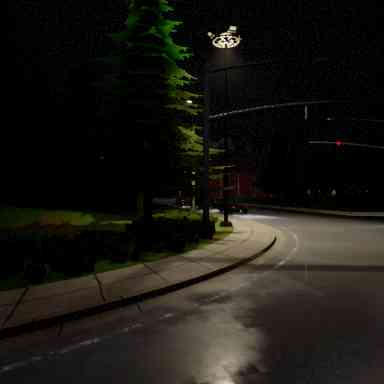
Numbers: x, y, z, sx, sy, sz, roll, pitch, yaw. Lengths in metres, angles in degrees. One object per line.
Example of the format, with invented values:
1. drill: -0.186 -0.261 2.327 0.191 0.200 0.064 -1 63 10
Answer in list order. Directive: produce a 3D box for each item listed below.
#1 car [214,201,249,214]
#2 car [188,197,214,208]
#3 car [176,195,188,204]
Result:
1. car: 4.335 1.601 35.653 1.895 1.301 4.718 0 0 -15
2. car: 1.644 1.222 45.338 2.150 2.045 5.566 0 0 -16
3. car: -1.243 1.352 55.223 2.097 1.767 4.553 0 0 -17
